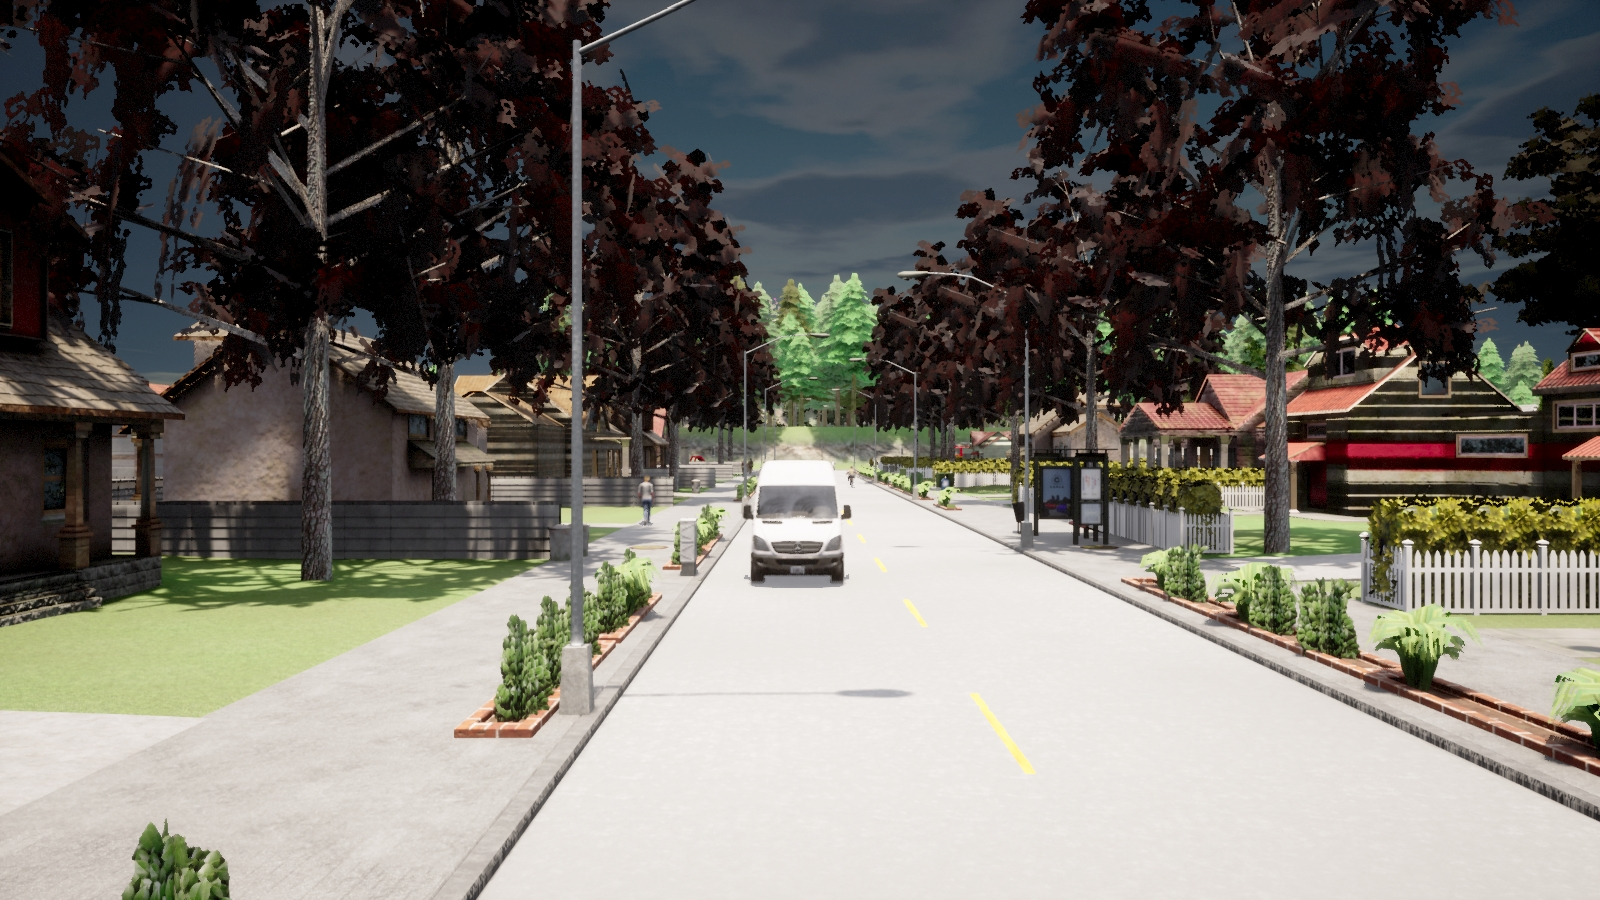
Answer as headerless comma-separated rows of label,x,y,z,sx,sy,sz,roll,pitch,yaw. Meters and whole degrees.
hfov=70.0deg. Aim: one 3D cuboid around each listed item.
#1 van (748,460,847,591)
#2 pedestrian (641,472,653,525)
van,-0.053,1.534,25.829,1.988,2.561,5.915,0,0,0
pedestrian,-5.515,1.743,41.082,0.375,1.860,0.375,0,0,2
